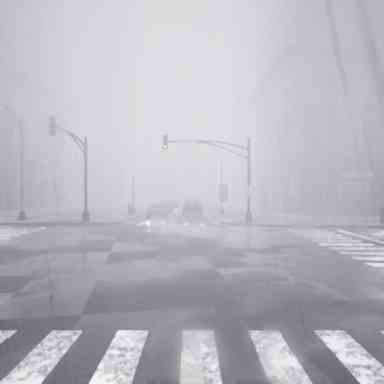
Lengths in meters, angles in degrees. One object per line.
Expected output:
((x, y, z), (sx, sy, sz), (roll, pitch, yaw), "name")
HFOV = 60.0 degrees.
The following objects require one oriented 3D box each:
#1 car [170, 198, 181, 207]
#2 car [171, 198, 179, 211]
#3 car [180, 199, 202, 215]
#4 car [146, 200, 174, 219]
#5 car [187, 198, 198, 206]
((-3.030, 1.828, 61.632), (1.882, 1.535, 5.008), (0, 0, 1), "car")
((-3.102, 1.780, 41.057), (2.033, 1.411, 5.357), (0, 0, 0), "car")
((0.055, 1.559, 36.783), (2.097, 1.767, 4.553), (0, 0, 0), "car")
((-3.103, 1.723, 30.984), (2.033, 1.411, 5.357), (0, 0, 0), "car")
((0.115, 1.926, 63.605), (1.994, 1.385, 4.181), (0, 0, 0), "car")
